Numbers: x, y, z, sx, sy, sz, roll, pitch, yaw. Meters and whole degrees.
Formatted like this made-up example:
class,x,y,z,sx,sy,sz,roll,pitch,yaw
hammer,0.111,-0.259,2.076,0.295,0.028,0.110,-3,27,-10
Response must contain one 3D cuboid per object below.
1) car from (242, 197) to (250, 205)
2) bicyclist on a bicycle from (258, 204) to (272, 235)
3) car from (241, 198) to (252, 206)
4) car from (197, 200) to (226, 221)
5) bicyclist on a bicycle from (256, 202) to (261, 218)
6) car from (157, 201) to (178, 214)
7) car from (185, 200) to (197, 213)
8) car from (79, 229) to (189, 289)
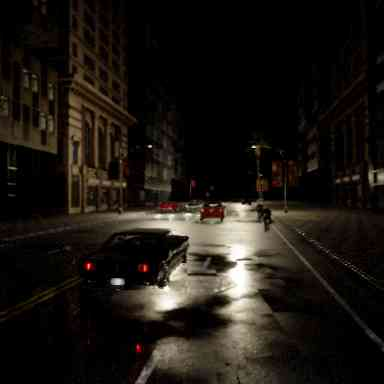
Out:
class,x,y,z,sx,sy,sz,roll,pitch,yaw
car,12.281,2.009,75.840,1.882,1.535,5.008,-1,0,9
bicyclist on a bicycle,4.239,1.621,18.766,0.582,1.620,1.656,-1,-1,9
car,10.691,1.978,65.095,1.837,1.490,4.892,-1,0,9
car,2.016,1.653,30.718,2.097,1.767,4.553,-1,-1,9
bicyclist on a bicycle,5.667,1.698,27.873,0.582,1.620,1.656,-1,-1,9
car,-3.001,1.916,41.950,1.882,1.535,5.008,-1,0,9
car,0.440,1.768,42.912,2.097,1.767,4.553,-1,0,9
car,-1.297,1.717,9.573,1.895,1.301,4.718,-1,-1,9
